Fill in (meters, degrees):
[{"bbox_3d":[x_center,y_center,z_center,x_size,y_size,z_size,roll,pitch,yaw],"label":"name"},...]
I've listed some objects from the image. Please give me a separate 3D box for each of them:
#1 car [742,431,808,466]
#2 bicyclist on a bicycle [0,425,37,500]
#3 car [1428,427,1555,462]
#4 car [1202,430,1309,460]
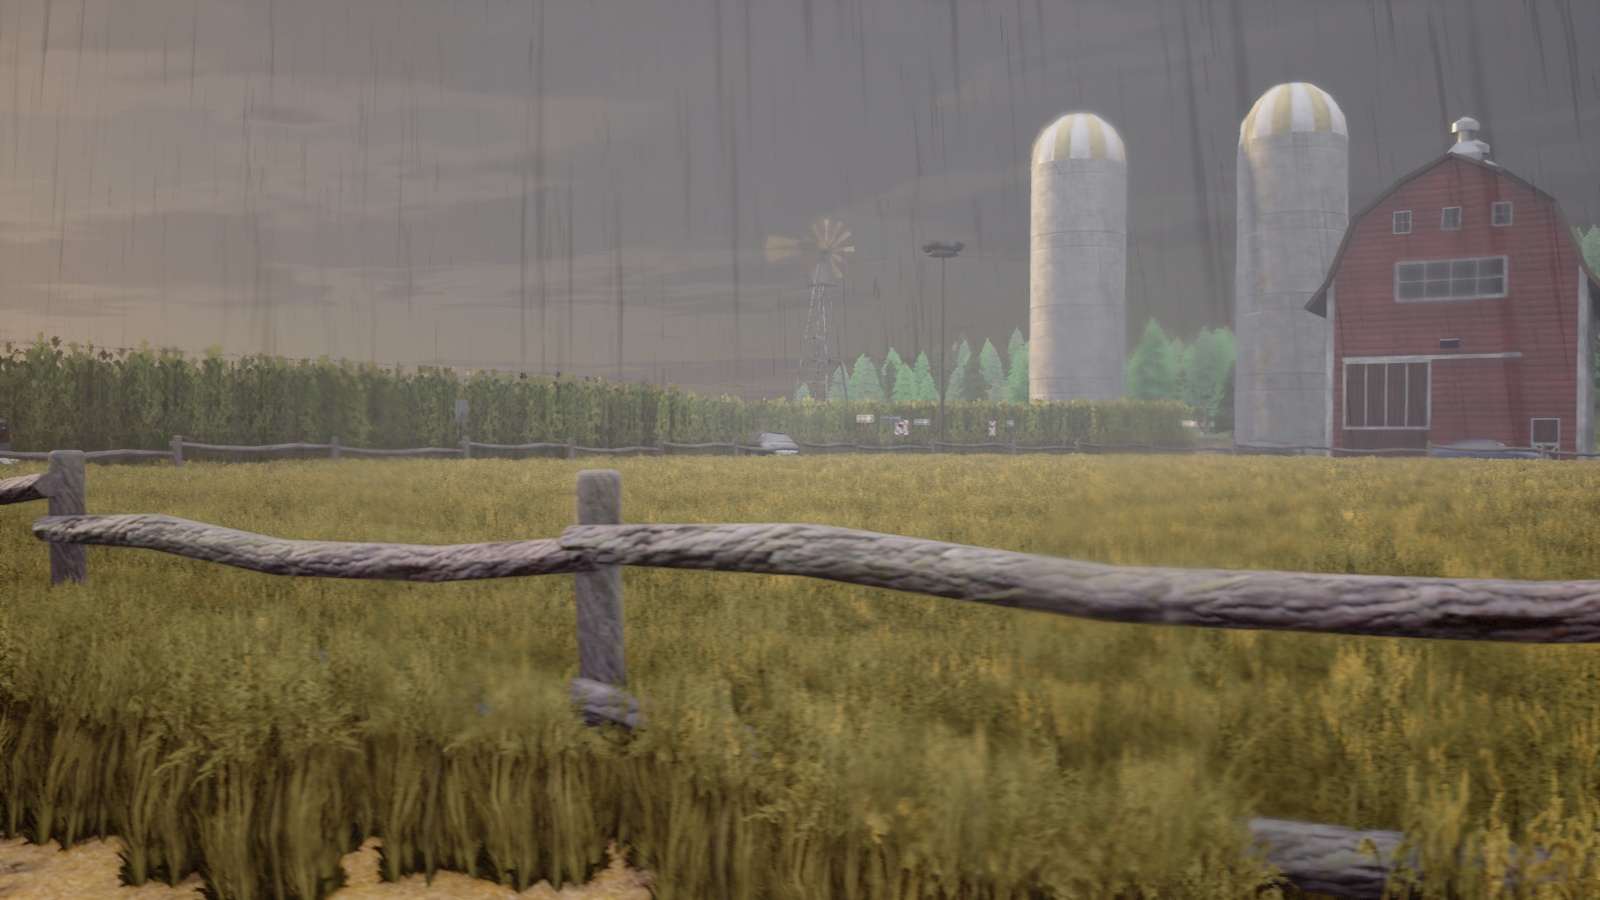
[{"bbox_3d":[-1.301,-0.091,62.698,2.033,1.649,4.856,-1,1,-18],"label":"car"},{"bbox_3d":[-19.416,0.296,30.071,0.659,1.776,1.843,0,0,34],"label":"bicyclist on a bicycle"},{"bbox_3d":[29.401,-0.225,53.435,4.674,1.442,1.812,0,1,30],"label":"car"},{"bbox_3d":[22.318,-0.246,61.626,4.674,1.442,1.812,0,1,31],"label":"car"}]
